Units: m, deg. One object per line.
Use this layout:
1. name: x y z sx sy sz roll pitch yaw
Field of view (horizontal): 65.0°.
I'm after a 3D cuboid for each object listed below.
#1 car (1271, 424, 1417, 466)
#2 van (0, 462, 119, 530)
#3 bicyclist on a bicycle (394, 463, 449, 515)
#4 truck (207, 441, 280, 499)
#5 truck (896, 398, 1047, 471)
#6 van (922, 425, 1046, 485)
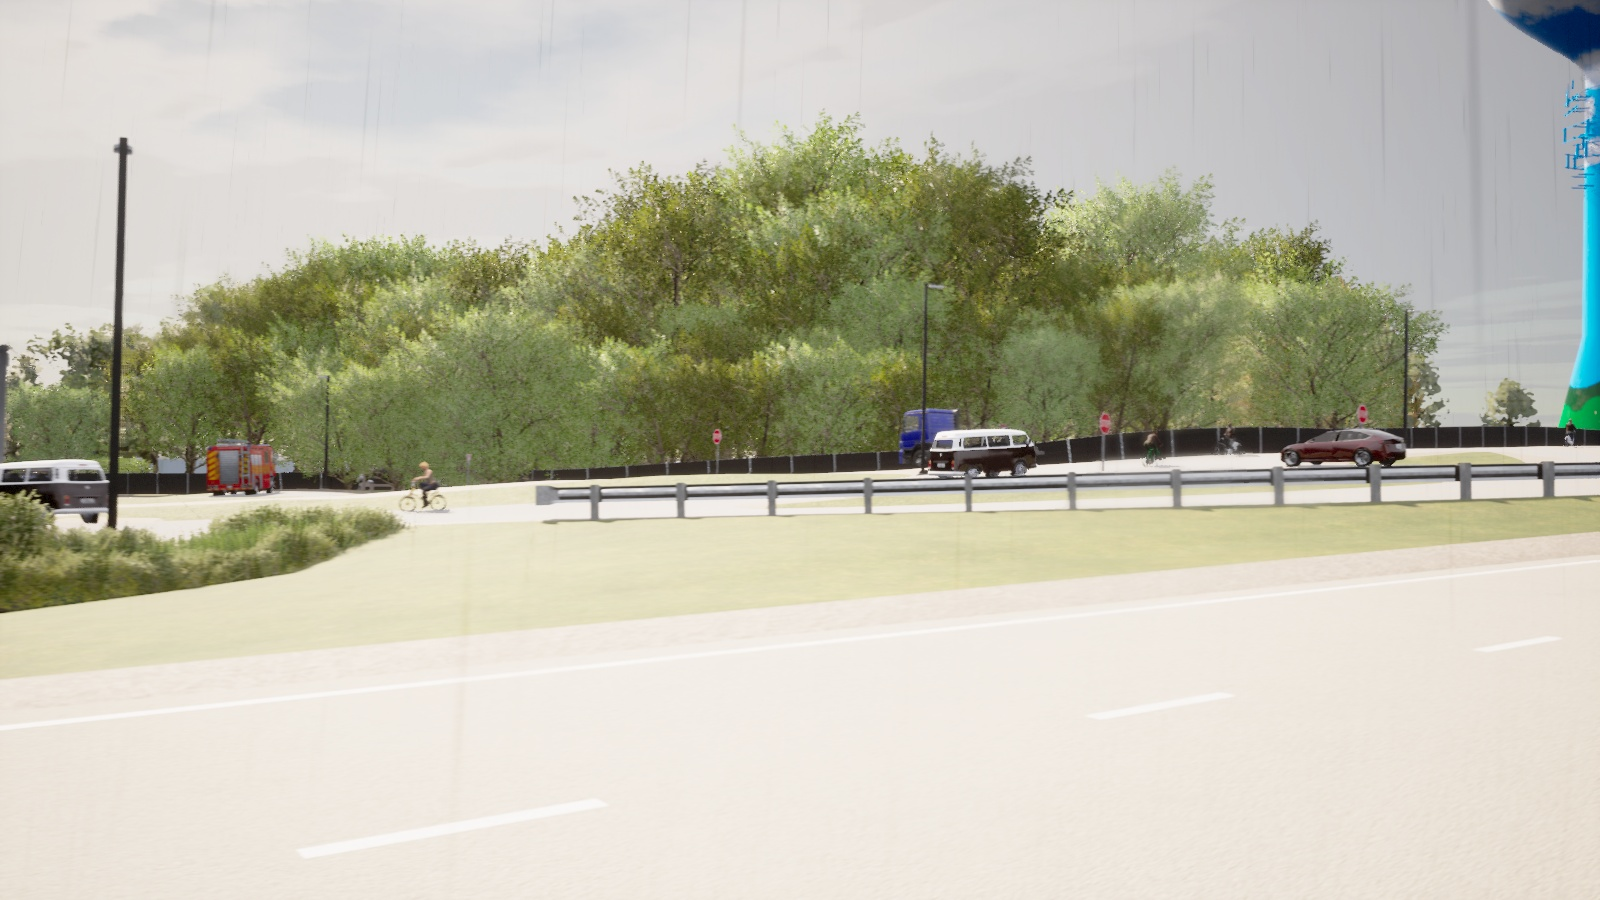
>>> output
1. car: 21.440 -0.186 49.657 2.163 1.488 4.792 -3 1 -36
2. van: -23.865 1.457 39.461 4.480 2.038 2.069 -2 -2 25
3. bicyclist on a bicycle: -12.192 1.243 40.442 1.509 1.612 0.866 -2 0 -26
4. truck: -38.975 1.378 88.169 2.891 3.827 8.468 -2 0 -12
5. truck: 9.196 -0.733 68.135 2.891 3.462 7.936 1 -4 -44
6. van: 7.224 0.171 49.098 4.480 2.038 2.069 -4 2 -34
